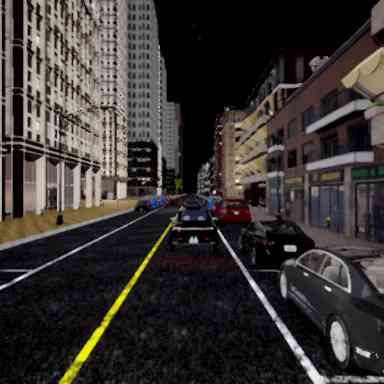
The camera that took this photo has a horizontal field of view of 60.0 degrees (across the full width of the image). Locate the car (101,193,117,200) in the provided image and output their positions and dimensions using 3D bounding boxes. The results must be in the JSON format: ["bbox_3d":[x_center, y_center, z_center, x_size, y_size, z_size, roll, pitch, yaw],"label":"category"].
[{"bbox_3d":[-21.092,1.202,84.118,4.097,1.590,1.967,1,-1,0],"label":"car"}]

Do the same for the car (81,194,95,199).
[{"bbox_3d":[-26.669,1.237,84.105,4.206,1.307,1.802,1,-1,0],"label":"car"}]

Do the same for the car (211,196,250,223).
[{"bbox_3d":[2.701,1.342,22.486,2.192,1.841,5.009,0,0,0],"label":"car"}]

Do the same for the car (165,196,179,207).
[{"bbox_3d":[-3.048,1.637,52.814,1.994,1.385,4.181,0,0,0],"label":"car"}]

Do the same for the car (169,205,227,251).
[{"bbox_3d":[0.078,1.508,14.124,2.128,1.511,4.902,0,0,0],"label":"car"}]

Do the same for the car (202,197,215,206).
[{"bbox_3d":[2.716,1.630,56.377,2.008,1.369,4.403,0,0,0],"label":"car"}]

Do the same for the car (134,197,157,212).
[{"bbox_3d":[-5.672,1.617,39.436,1.947,1.339,4.313,0,0,0],"label":"car"}]

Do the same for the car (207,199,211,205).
[{"bbox_3d":[2.706,1.625,33.783,1.802,1.307,4.206,0,0,0],"label":"car"}]

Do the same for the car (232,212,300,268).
[{"bbox_3d":[2.695,1.578,11.188,1.947,1.339,4.313,0,0,0],"label":"car"}]

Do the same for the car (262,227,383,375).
[{"bbox_3d":[2.692,1.557,5.540,2.008,1.369,4.403,0,0,0],"label":"car"}]

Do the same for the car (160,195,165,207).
[{"bbox_3d":[-5.667,1.621,50.733,2.008,1.369,4.403,0,0,0],"label":"car"}]

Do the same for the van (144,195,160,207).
[{"bbox_3d":[-5.670,1.401,45.085,1.690,1.788,3.998,0,0,0],"label":"van"}]

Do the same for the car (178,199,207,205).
[{"bbox_3d":[0.090,1.601,29.817,1.994,1.385,4.181,0,0,0],"label":"car"}]

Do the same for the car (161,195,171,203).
[{"bbox_3d":[-5.657,1.552,73.328,1.967,1.590,4.097,0,0,0],"label":"car"}]

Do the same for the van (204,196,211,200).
[{"bbox_3d":[2.708,1.392,39.432,1.690,1.788,3.998,0,0,0],"label":"van"}]

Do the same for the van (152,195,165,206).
[{"bbox_3d":[-5.664,1.421,56.382,1.690,1.788,3.998,0,0,0],"label":"van"}]
